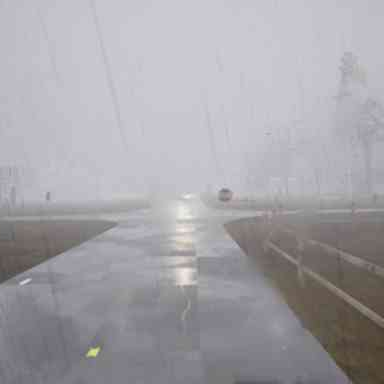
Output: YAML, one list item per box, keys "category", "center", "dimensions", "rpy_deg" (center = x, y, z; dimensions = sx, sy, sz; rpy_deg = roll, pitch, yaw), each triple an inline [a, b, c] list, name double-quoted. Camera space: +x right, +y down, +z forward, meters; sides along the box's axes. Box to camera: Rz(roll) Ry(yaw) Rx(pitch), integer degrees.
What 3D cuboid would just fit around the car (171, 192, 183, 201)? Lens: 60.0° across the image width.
- category: "car"
  center: [-2.741, 0.811, 62.117]
  dimensions: [2.097, 1.767, 4.553]
  rpy_deg: [0, 0, 0]
